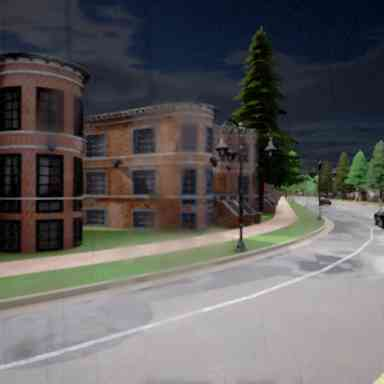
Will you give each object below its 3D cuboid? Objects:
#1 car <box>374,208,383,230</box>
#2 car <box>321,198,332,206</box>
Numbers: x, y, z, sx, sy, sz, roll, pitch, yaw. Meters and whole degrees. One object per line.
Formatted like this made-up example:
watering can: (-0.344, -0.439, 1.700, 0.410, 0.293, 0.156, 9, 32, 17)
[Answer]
car: (13.013, 1.697, 21.408, 1.895, 1.301, 4.718, 0, 0, 23)
car: (24.709, 1.857, 61.619, 1.895, 1.301, 4.718, 0, 0, 15)
